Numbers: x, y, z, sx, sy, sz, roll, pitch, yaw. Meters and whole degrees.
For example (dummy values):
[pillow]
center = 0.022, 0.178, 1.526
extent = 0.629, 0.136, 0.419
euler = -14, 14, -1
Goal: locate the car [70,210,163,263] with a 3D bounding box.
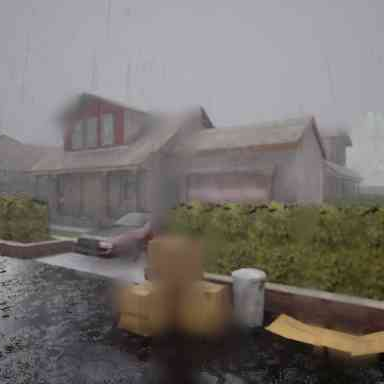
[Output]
[car]
center = -1.344, 1.350, 11.443
extent = 2.033, 1.415, 5.357
euler = 0, 0, 38
